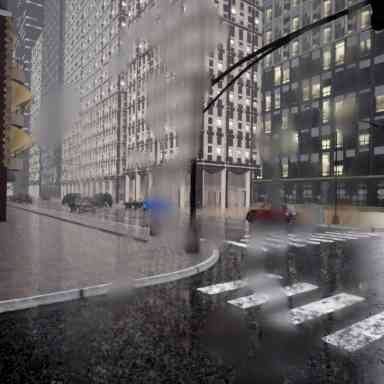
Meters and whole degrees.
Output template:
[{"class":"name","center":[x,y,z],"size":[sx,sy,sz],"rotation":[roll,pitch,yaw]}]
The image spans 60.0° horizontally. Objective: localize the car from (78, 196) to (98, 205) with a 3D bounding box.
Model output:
[{"class":"car","center":[-18.483,1.526,58.859],"size":[1.837,1.490,4.892],"rotation":[1,-1,-35]}]

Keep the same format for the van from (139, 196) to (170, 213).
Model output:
[{"class":"van","center":[-4.048,1.382,37.762],"size":[1.690,1.788,3.998],"rotation":[1,-1,-35]}]

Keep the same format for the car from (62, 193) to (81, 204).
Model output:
[{"class":"car","center":[-20.028,1.183,55.613],"size":[2.150,2.045,5.566],"rotation":[1,-1,-35]}]

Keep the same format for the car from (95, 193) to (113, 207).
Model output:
[{"class":"car","center":[-14.473,1.255,53.157],"size":[2.150,2.045,5.566],"rotation":[1,-1,-35]}]

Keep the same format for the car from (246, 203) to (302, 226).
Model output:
[{"class":"car","center":[5.765,1.505,23.947],"size":[1.967,1.590,4.097],"rotation":[1,-1,-35]}]

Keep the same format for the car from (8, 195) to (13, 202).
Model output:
[{"class":"car","center":[-37.055,1.397,69.745],"size":[1.947,1.339,4.313],"rotation":[1,-1,-35]}]

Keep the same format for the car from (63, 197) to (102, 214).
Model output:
[{"class":"car","center":[-10.882,1.427,32.907],"size":[2.008,1.369,4.403],"rotation":[1,-1,-35]}]

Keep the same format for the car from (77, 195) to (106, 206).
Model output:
[{"class":"car","center":[-14.565,1.536,48.010],"size":[1.994,1.385,4.181],"rotation":[1,-1,-37]}]

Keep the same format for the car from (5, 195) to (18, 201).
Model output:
[{"class":"car","center":[-40.326,1.378,74.350],"size":[2.008,1.369,4.403],"rotation":[1,-1,-35]}]

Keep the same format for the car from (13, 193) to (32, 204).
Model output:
[{"class":"car","center":[-30.508,1.155,60.538],"size":[2.192,1.841,5.009],"rotation":[1,-1,-35]}]

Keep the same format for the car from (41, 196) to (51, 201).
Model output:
[{"class":"car","center":[-36.768,1.571,83.807],"size":[1.802,1.307,4.206],"rotation":[1,-1,-35]}]

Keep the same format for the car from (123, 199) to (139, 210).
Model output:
[{"class":"car","center":[-7.323,1.584,42.365],"size":[2.008,1.369,4.403],"rotation":[1,-1,-35]}]
